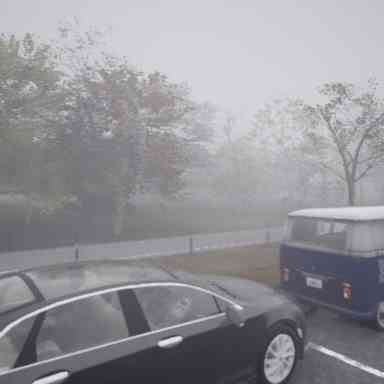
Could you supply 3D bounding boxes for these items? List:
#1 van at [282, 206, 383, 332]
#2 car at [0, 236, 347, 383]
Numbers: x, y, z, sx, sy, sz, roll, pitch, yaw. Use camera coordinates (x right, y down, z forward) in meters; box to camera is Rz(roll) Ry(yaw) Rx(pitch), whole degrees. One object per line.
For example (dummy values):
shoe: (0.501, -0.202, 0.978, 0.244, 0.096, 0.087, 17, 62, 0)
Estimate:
van: (3.889, 1.283, 6.825, 4.442, 1.987, 1.878, 0, 0, -33)
car: (-0.743, 1.482, 3.528, 4.892, 1.521, 2.231, -1, 0, -37)
